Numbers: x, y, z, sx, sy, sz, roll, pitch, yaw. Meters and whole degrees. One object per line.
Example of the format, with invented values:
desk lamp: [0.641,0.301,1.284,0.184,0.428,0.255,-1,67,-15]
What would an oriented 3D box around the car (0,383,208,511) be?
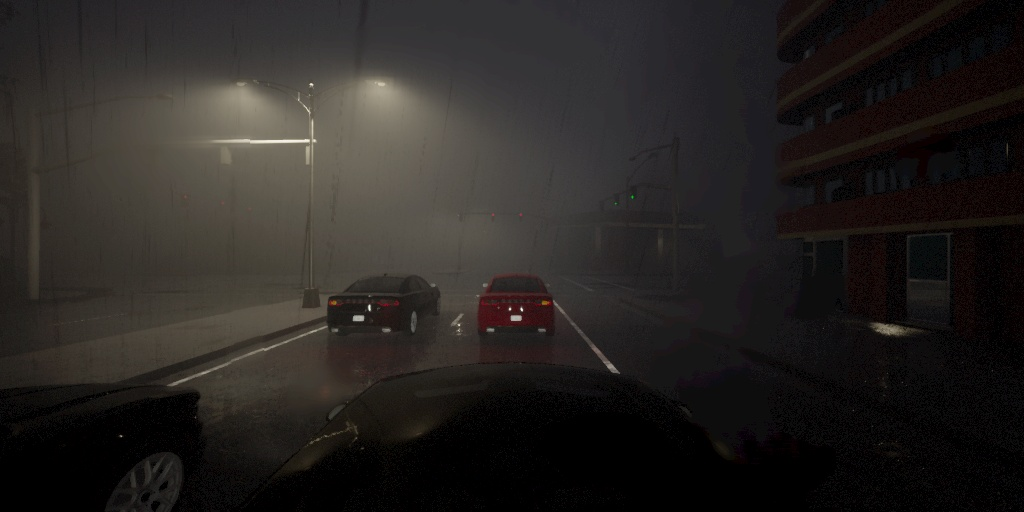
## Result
car: [-3.409,1.228,0.838,1.882,1.535,5.008,0,0,0]

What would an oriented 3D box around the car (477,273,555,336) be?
car: [0.121,1.228,10.421,1.882,1.535,5.008,0,0,1]

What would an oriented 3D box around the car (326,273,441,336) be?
car: [-3.384,1.228,10.411,1.882,1.535,5.008,0,0,0]
